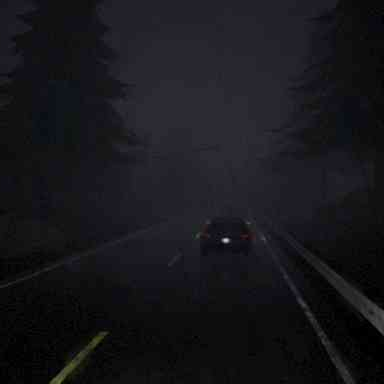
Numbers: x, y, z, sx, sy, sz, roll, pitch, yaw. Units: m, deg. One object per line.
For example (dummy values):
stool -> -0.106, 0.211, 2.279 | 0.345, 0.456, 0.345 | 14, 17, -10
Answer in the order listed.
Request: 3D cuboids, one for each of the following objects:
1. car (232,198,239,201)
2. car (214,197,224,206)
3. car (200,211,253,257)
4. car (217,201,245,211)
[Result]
car -> 10.309, 2.218, 78.549 | 1.812, 1.442, 4.674 | 0, -1, 8
car -> 5.859, 2.059, 71.820 | 2.097, 1.767, 4.553 | 0, -1, 8
car -> 1.475, 1.702, 13.725 | 1.994, 1.385, 4.181 | 0, 0, 8
car -> 3.502, 1.780, 28.565 | 2.128, 1.511, 4.902 | 0, 0, 8
